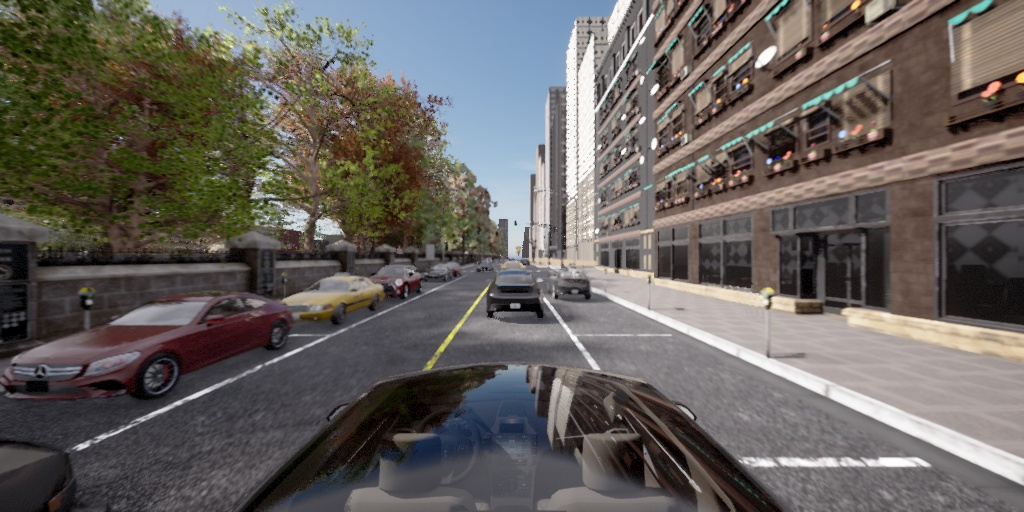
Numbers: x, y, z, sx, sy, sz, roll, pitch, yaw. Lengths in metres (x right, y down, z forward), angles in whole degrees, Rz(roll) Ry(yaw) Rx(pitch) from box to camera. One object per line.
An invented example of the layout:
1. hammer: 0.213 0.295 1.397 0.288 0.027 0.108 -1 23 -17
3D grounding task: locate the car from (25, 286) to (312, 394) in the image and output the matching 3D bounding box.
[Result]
1. car: -5.693 1.322 6.393 1.802 1.307 4.207 0 0 0

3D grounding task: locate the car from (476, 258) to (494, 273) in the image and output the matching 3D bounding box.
1. car: -3.017 1.239 41.610 1.994 1.385 4.181 0 0 0

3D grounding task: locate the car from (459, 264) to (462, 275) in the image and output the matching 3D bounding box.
1. car: -5.834 1.231 34.086 1.888 1.381 4.507 0 0 0

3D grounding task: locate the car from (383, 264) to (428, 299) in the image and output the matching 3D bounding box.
1. car: -5.699 1.157 17.471 1.967 1.591 4.097 0 0 0

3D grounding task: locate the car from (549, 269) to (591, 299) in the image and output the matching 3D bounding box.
1. car: 2.682 1.268 17.476 2.007 1.370 4.403 0 0 0

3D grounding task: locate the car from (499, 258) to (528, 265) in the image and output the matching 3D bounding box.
1. car: 0.088 1.172 29.277 1.882 1.535 5.008 0 0 0

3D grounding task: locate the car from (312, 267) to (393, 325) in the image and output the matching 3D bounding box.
1. car: -5.696 1.254 11.761 1.751 1.417 4.829 0 0 0

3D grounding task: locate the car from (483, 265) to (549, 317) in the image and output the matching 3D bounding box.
1. car: 0.096 1.231 13.067 1.837 1.490 4.892 0 0 0

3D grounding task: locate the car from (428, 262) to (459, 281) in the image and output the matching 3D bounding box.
1. car: -5.780 1.247 28.546 2.007 1.370 4.403 0 0 0
